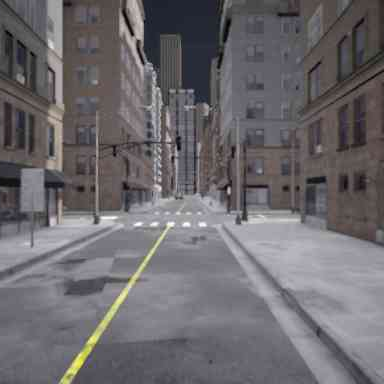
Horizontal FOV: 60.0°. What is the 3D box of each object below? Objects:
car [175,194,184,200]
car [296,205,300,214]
[{"bbox_3d":[-3.018,1.144,78.032,1.882,1.535,5.008,0,0,0],"label":"car"},{"bbox_3d":[11.421,1.487,28.352,4.902,1.511,2.128,0,0,0],"label":"car"}]
